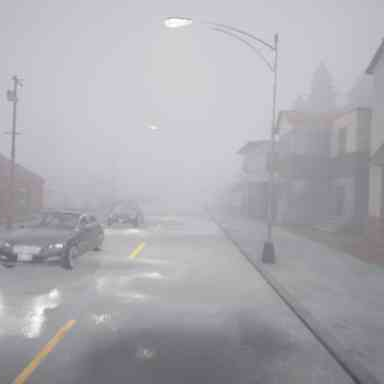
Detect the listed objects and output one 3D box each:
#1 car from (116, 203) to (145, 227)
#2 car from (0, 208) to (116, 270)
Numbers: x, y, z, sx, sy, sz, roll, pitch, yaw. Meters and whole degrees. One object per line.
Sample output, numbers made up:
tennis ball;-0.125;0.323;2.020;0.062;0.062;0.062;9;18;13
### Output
car;-4.270;1.461;22.238;1.812;1.442;4.674;2;0;0
car;-4.187;1.382;10.764;2.128;1.511;4.902;2;0;0
